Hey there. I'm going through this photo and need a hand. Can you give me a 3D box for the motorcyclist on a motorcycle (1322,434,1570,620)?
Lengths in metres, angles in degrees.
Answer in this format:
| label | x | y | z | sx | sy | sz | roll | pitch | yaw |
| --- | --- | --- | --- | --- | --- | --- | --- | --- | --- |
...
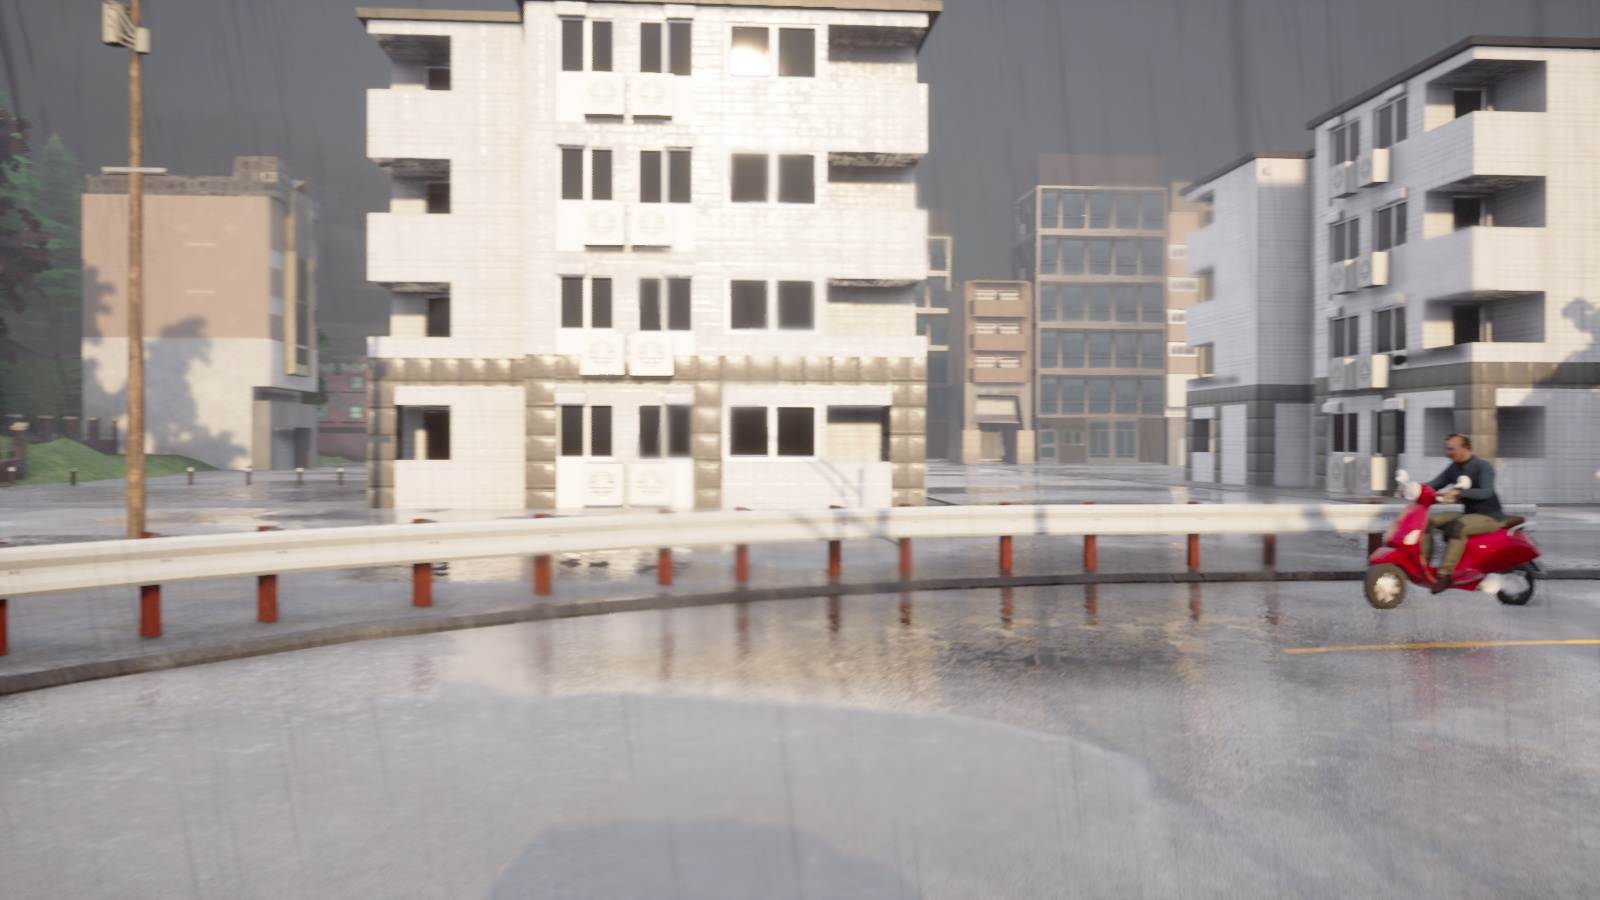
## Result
| label | x | y | z | sx | sy | sz | roll | pitch | yaw |
| --- | --- | --- | --- | --- | --- | --- | --- | --- | --- |
| motorcyclist on a motorcycle | 5.802 | 0.656 | 11.335 | 1.817 | 1.590 | 0.866 | 0 | 1 | -11 |
